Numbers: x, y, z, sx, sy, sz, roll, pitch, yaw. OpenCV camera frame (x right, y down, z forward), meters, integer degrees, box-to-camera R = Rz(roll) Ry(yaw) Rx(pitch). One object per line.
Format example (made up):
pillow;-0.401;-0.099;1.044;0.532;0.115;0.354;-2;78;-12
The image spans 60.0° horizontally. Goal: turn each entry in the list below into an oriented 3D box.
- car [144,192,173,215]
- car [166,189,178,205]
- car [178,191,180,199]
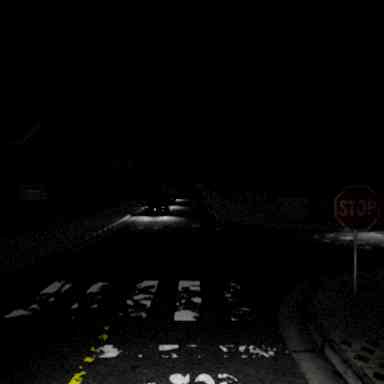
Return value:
car;-2.861;1.023;27.992;1.837;1.490;4.892;0;2;0
car;-2.867;0.699;38.049;1.812;1.442;4.674;0;2;0
car;-2.867;0.266;50.452;1.812;1.442;4.674;0;2;0
